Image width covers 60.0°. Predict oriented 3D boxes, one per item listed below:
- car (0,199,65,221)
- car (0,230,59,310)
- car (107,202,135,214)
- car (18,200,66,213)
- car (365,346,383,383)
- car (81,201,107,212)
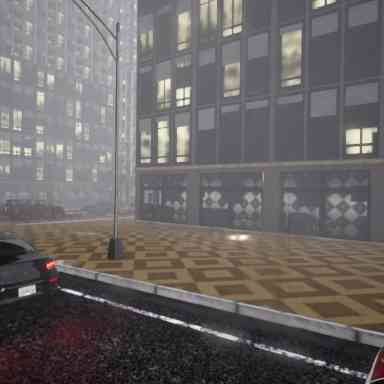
[{"bbox_3d":[-13.796,1.519,29.249,2.192,1.841,5.009,1,0,36],"label":"car"},{"bbox_3d":[-4.696,1.522,7.020,4.674,1.442,1.812,0,0,35],"label":"car"},{"bbox_3d":[-7.007,1.830,38.468,1.752,1.417,4.829,1,0,36],"label":"car"},{"bbox_3d":[-17.303,1.643,38.621,1.752,1.417,4.829,1,0,36],"label":"car"},{"bbox_3d":[3.196,1.353,1.409,4.553,1.767,2.097,0,0,35],"label":"car"},{"bbox_3d":[-11.763,1.773,41.761,1.994,1.385,4.181,1,0,36],"label":"car"}]
